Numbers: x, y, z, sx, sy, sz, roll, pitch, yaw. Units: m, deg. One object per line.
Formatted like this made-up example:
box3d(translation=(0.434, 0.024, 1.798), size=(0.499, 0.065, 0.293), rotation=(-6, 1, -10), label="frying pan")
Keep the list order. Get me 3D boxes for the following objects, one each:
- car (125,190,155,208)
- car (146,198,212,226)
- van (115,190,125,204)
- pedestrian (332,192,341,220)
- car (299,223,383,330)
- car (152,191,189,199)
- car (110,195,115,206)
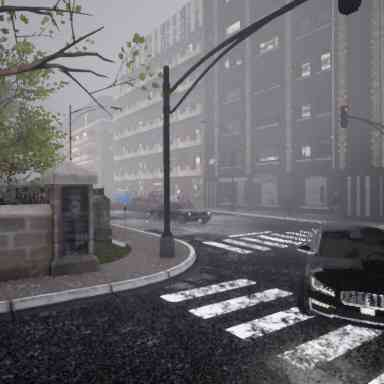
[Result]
box3d(translation=(-5.018, 0.727, 36.867), size=(2.192, 1.841, 5.009), rotation=(1, 1, -36), label="car")
box3d(translation=(-0.825, 1.312, 21.314), size=(1.895, 1.301, 4.718), rotation=(0, 1, -36), label="car")
box3d(translation=(-8.280, 0.655, 41.324), size=(1.690, 1.788, 3.998), rotation=(1, 1, -36), label="van")
box3d(translation=(9.513, 0.901, 21.976), size=(0.375, 1.860, 0.375), rotation=(1, -1, -36), label="pedestrian")
box3d(translation=(3.462, 1.509, 7.172), size=(1.837, 1.490, 4.892), rotation=(3, 1, 21), label="car")
box3d(translation=(-1.758, 0.950, 32.413), size=(1.967, 1.590, 4.097), rotation=(1, 1, -36), label="car")
box3d(translation=(-9.869, 1.041, 33.676), size=(1.895, 1.301, 4.718), rotation=(0, 1, -36), label="car")
